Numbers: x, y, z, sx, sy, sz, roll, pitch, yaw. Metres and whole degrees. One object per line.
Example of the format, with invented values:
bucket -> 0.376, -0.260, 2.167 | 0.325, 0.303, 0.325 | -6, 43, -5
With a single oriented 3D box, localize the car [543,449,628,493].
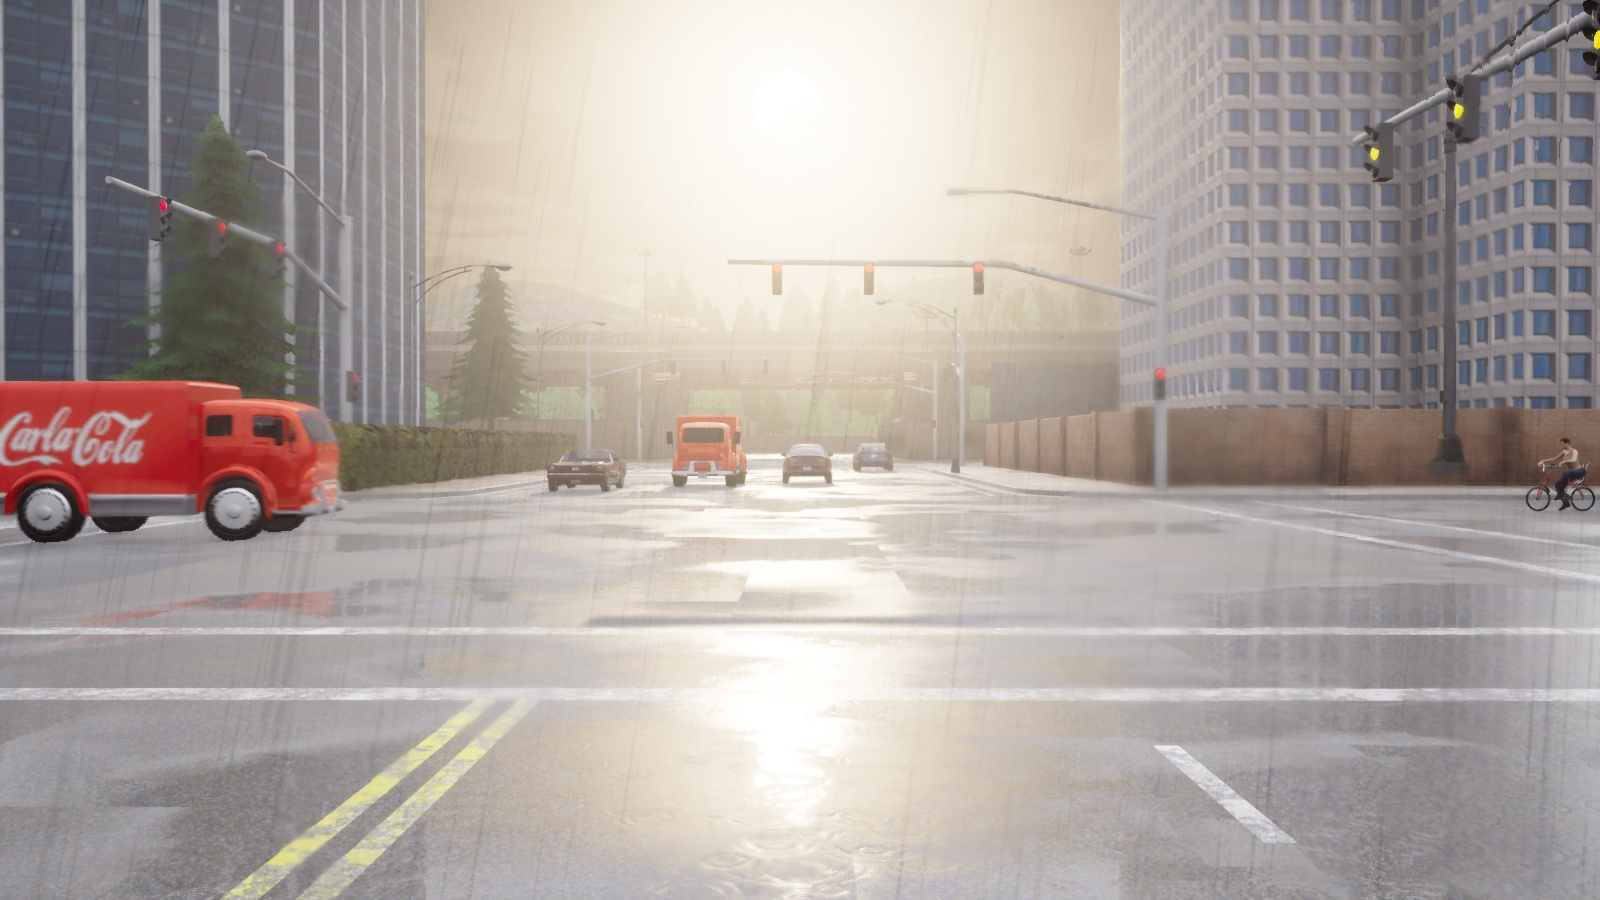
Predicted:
car -> -6.769, 0.615, 40.157 | 1.895, 1.301, 4.718 | 0, 0, 0

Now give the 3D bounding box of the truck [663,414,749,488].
truck -> -3.246, 0.006, 44.496 | 2.627, 2.467, 5.204 | 0, 0, 0

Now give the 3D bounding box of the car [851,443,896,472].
car -> 3.876, 0.370, 67.134 | 2.163, 1.488, 4.792 | 0, 0, 0

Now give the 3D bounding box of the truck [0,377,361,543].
truck -> -10.041, 0.138, 20.044 | 5.204, 2.467, 2.627 | 0, 1, -3

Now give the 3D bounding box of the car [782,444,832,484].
car -> 0.275, 0.501, 48.067 | 1.812, 1.442, 4.674 | 0, 0, 0

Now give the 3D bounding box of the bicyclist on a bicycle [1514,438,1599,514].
bicyclist on a bicycle -> 16.392, 0.543, 27.066 | 1.509, 1.612, 0.866 | 0, 0, 0
